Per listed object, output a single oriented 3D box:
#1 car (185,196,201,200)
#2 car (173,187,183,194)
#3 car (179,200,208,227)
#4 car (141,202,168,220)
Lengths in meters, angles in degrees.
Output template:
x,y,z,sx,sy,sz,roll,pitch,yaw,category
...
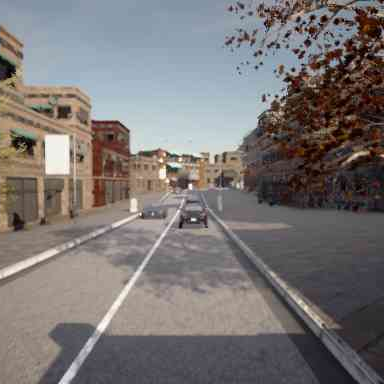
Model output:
x,y,z,sx,sy,sz,roll,pitch,yaw,category
0.101,1.278,42.229,1.882,1.535,5.008,0,2,0,car
-2.998,-0.324,70.691,1.812,1.442,4.674,0,4,0,car
0.101,1.514,22.496,1.812,1.442,4.674,0,0,0,car
-3.094,1.550,28.138,1.994,1.385,4.181,0,0,0,car
